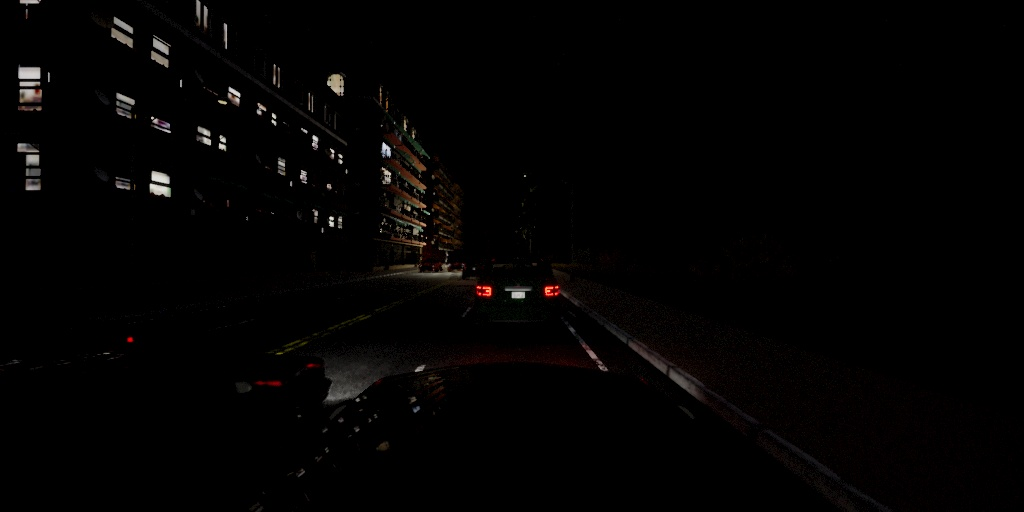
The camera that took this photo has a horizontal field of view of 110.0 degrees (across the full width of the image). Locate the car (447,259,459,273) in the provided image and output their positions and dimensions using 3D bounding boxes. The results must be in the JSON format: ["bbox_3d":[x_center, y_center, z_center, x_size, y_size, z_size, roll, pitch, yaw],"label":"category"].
[{"bbox_3d":[-6.590,1.106,43.928,2.097,1.767,4.553,0,0,0],"label":"car"}]

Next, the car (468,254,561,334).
[{"bbox_3d":[0.104,0.973,10.765,2.150,2.045,5.566,0,0,-1],"label":"car"}]

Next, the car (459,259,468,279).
[{"bbox_3d":[-3.146,1.105,32.078,2.097,1.767,4.553,0,0,0],"label":"car"}]

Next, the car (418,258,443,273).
[{"bbox_3d":[-9.840,1.106,43.511,2.097,1.767,4.553,0,0,0],"label":"car"}]

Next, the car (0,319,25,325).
[{"bbox_3d":[-6.602,1.298,3.096,2.033,1.411,5.357,0,0,0],"label":"car"}]

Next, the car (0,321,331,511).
[{"bbox_3d":[-3.155,1.297,1.952,2.033,1.411,5.357,0,0,0],"label":"car"}]
